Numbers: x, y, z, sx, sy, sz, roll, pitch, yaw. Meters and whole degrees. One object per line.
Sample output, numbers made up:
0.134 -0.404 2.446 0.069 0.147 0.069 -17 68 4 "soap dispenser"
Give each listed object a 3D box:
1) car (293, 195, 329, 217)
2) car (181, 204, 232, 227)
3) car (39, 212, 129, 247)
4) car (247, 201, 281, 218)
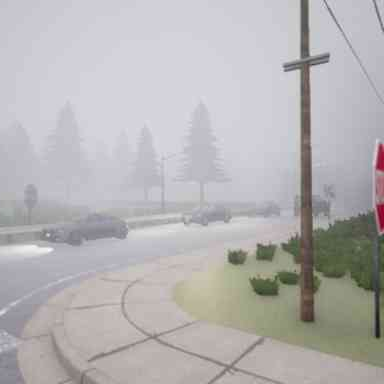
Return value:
11.597 1.309 32.254 2.150 2.045 5.566 -1 0 37 "car"
1.134 1.617 24.361 2.128 1.511 4.902 -1 0 37 "car"
-5.058 1.691 16.022 1.994 1.385 4.181 -1 0 37 "car"
7.100 1.650 32.375 1.812 1.442 4.674 -1 0 37 "car"
